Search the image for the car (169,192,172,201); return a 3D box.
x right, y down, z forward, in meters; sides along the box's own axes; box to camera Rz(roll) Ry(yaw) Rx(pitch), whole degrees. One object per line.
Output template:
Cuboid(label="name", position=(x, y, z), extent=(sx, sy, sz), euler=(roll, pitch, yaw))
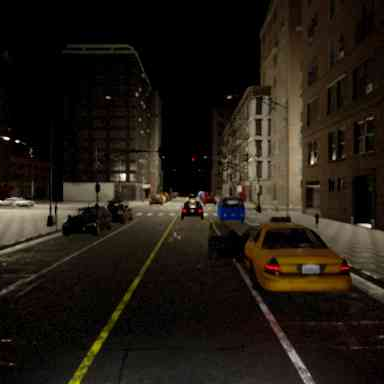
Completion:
Cuboid(label="car", position=(-5.331, 0.998, 60.927), extent=(2.192, 1.841, 5.009), euler=(0, 0, 0))

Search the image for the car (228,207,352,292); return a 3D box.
Cuboid(label="car", position=(2.232, 1.412, 8.810), extent=(1.801, 1.575, 5.366), euler=(0, 0, 0))

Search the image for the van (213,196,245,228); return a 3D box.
Cuboid(label="van", position=(2.658, 1.223, 23.221), extent=(1.690, 1.788, 3.998), euler=(0, 0, 0))

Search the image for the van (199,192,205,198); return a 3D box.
Cuboid(label="van", position=(2.725, 0.844, 93.376), extent=(1.690, 1.788, 3.998), euler=(0, 0, 0))

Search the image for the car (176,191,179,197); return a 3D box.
Cuboid(label="car", position=(-5.306, 1.099, 87.975), extent=(1.947, 1.339, 4.313), euler=(0, 0, 0))

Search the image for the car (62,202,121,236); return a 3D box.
Cuboid(label="car", position=(-5.372, 1.462, 17.550), extent=(2.008, 1.369, 4.403), euler=(0, 0, 0))

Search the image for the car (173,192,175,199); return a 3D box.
Cuboid(label="car", position=(-5.321, 1.190, 71.747), extent=(1.947, 1.339, 4.313), euler=(0, 0, 0))

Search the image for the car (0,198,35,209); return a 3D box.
Cuboid(label="car", position=(-20.912, 1.295, 38.422), extent=(4.718, 1.301, 1.895), euler=(0, 0, 0))

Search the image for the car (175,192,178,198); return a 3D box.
Cuboid(label="car", position=(-5.311, 1.114, 82.566), extent=(2.008, 1.369, 4.403), euler=(0, 0, 0))

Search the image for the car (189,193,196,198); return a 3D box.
Cuboid(label="car", position=(0.084, 1.017, 90.772), extent=(1.895, 1.301, 4.718), euler=(0, 0, 0))

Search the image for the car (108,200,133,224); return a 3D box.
Cuboid(label="car", position=(-5.367, 1.321, 23.229), extent=(1.967, 1.590, 4.097), euler=(0, 0, 0))

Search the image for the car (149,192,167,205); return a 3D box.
Cuboid(label="car", position=(-5.342, 1.180, 50.109), extent=(1.967, 1.590, 4.097), euler=(0, 0, 0))

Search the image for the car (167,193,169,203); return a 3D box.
Cuboid(label="car", position=(-5.337, 1.238, 55.348), extent=(1.752, 1.417, 4.829), euler=(0, 0, 0))

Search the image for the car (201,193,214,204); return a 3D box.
Cuboid(label="car", position=(2.684, 1.285, 50.102), extent=(1.887, 1.381, 4.507), euler=(0, 0, 0))

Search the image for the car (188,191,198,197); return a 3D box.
Cuboid(label="car", position=(0.074, 1.115, 80.319), extent=(2.033, 1.411, 5.357), euler=(0, 0, 0))

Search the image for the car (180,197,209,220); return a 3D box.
Cuboid(label="car", position=(0.024, 1.410, 26.897), extent=(2.033, 1.411, 5.357), euler=(0, 0, 0))

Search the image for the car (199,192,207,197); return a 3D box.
Cuboid(label="car", position=(2.689, 1.027, 55.510), extent=(2.192, 1.841, 5.009), euler=(0, 0, 0))
